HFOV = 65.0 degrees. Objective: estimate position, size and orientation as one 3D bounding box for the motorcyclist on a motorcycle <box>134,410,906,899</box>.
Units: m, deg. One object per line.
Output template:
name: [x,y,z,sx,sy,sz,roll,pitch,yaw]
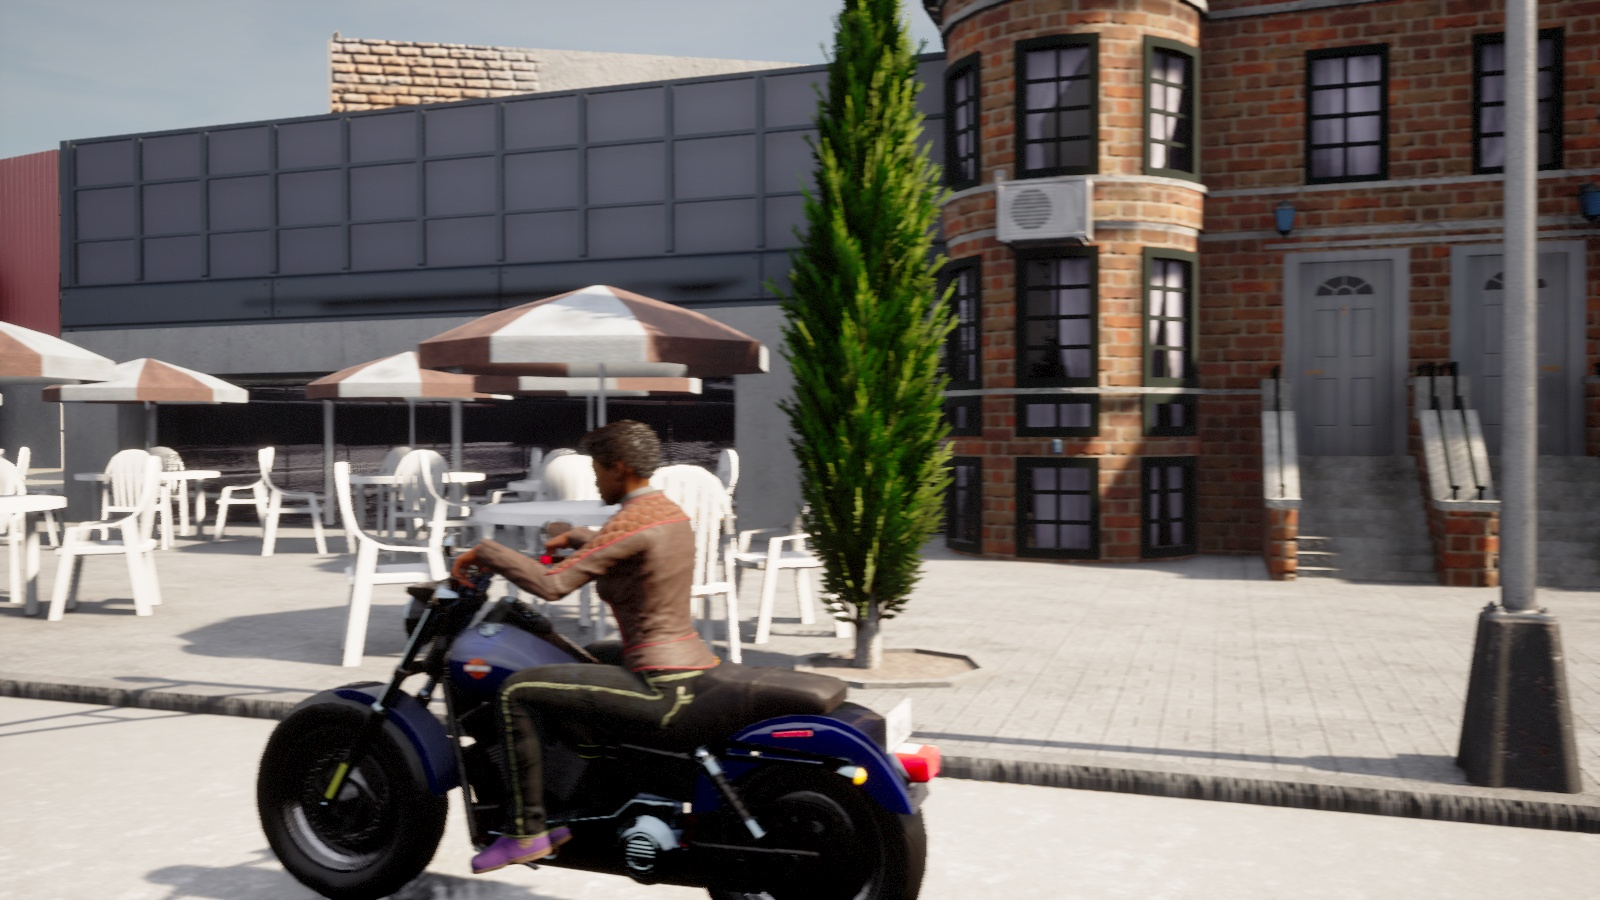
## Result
motorcyclist on a motorcycle: [-0.898,0.709,4.021,2.350,1.649,0.766,0,1,19]
